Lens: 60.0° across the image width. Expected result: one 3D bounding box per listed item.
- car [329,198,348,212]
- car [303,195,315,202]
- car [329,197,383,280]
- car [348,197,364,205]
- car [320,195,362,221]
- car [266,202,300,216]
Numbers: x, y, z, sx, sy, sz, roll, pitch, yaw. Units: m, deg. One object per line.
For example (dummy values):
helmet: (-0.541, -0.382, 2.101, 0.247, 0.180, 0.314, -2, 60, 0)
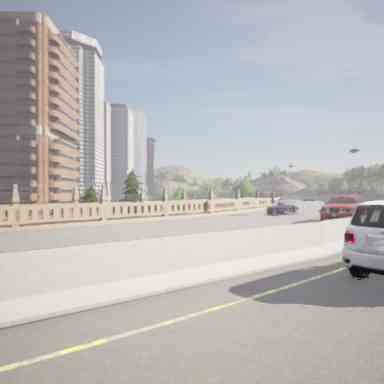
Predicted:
car: (18.253, 1.538, 41.260, 1.837, 1.490, 4.892, 0, 0, 28)
car: (24.811, 1.391, 70.821, 2.033, 1.411, 5.357, 0, 0, 10)
car: (6.125, 1.222, 8.975, 5.566, 2.045, 2.150, 0, 0, -41)
car: (29.870, 1.631, 60.790, 1.895, 1.301, 4.718, 0, 0, 16)
car: (11.404, 1.242, 24.843, 2.150, 2.045, 5.566, 0, 0, 39)
car: (9.108, 1.649, 33.265, 1.895, 1.301, 4.718, 0, 0, 36)
